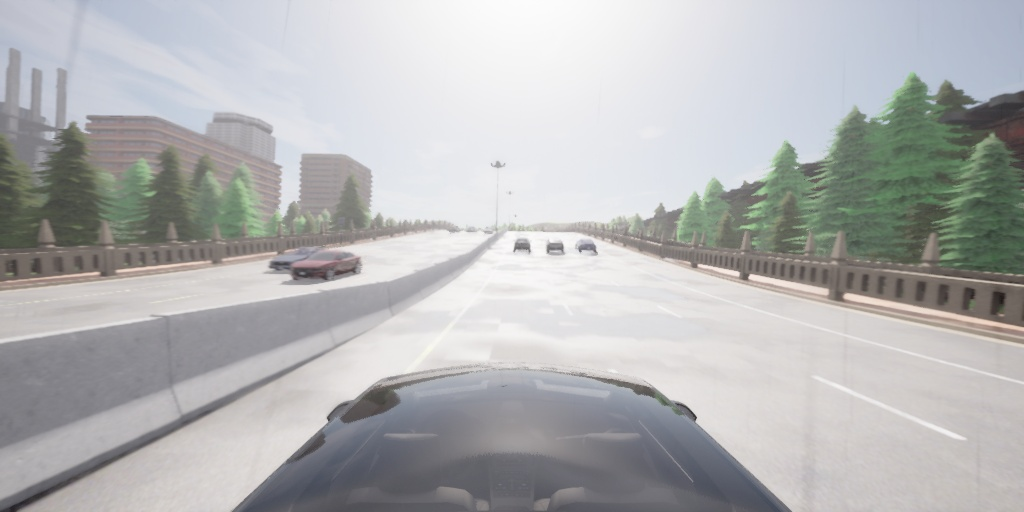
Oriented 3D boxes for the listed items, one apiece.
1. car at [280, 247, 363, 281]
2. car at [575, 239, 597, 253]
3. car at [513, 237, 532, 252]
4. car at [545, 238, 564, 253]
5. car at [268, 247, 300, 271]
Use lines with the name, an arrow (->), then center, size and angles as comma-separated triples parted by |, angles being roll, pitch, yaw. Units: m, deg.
car -> -10.141, 0.409, 19.969 | 1.882, 1.535, 5.008 | 1, 4, 2
car -> 8.151, -1.211, 39.746 | 1.812, 1.442, 4.674 | 1, 7, 2
car -> 1.133, -1.327, 39.408 | 1.837, 1.490, 4.892 | 1, 7, 2
car -> 4.632, -1.263, 39.314 | 2.128, 1.511, 4.902 | 1, 7, 2
car -> -13.504, 0.115, 23.741 | 2.033, 1.411, 5.357 | 1, 5, 2
